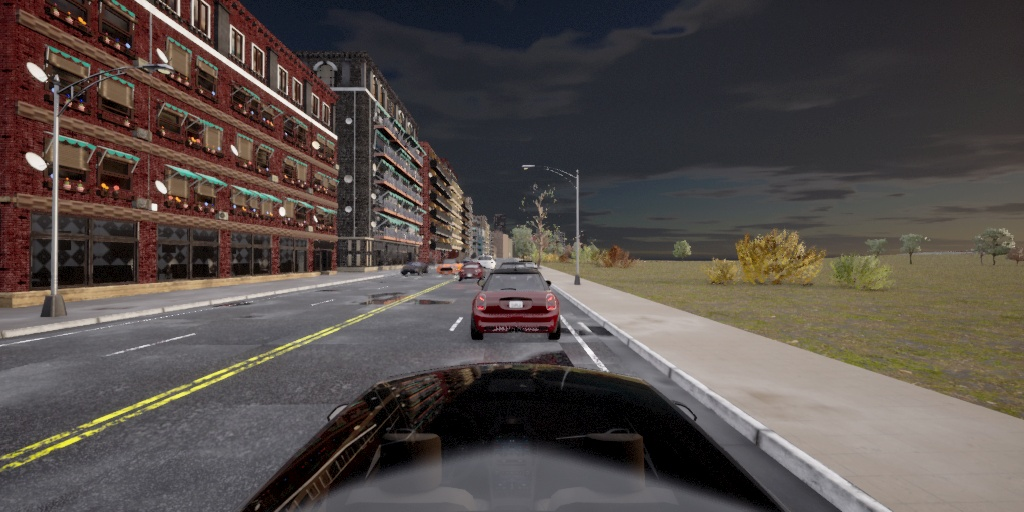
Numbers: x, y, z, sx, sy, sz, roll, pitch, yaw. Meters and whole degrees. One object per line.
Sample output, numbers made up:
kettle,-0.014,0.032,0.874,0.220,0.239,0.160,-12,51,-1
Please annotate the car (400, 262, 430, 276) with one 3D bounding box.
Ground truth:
car,-9.897,1.301,37.052,2.033,1.411,5.357,0,0,0

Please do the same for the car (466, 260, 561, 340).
car,0.081,1.103,10.133,2.097,1.767,4.553,0,0,0

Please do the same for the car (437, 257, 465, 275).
car,-6.652,1.105,38.439,2.097,1.767,4.553,0,0,0

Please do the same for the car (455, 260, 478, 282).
car,-3.190,1.280,29.257,1.812,1.442,4.674,0,0,0

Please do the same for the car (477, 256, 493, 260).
car,-3.209,0.974,44.982,2.150,2.045,5.566,0,0,0

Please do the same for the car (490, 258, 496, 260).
car,0.078,1.105,19.833,2.097,1.767,4.553,0,0,0

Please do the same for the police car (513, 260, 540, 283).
police car,1.098,1.179,29.401,1.930,1.638,5.238,0,0,0
